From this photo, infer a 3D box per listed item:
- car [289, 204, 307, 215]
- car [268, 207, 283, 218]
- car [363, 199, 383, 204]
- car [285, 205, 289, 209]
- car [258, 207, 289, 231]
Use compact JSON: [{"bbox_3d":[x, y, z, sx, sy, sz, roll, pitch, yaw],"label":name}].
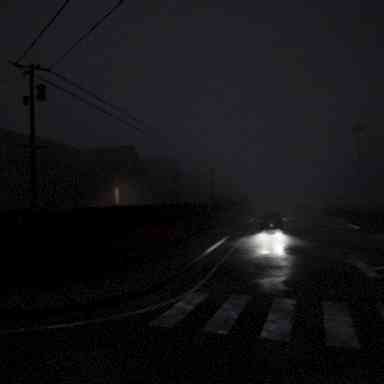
[{"bbox_3d":[16.834,2.654,52.137,2.097,1.767,4.553,-2,-2,15],"label":"car"},{"bbox_3d":[11.663,2.821,46.496,1.812,1.442,4.674,-2,-2,15],"label":"car"},{"bbox_3d":[40.554,2.487,73.032,5.566,2.045,2.150,-2,-2,15],"label":"car"},{"bbox_3d":[21.585,3.248,70.718,1.882,1.535,5.008,-3,-3,41],"label":"car"},{"bbox_3d":[6.537,2.287,27.221,2.128,1.511,4.902,-2,-2,15],"label":"car"}]
